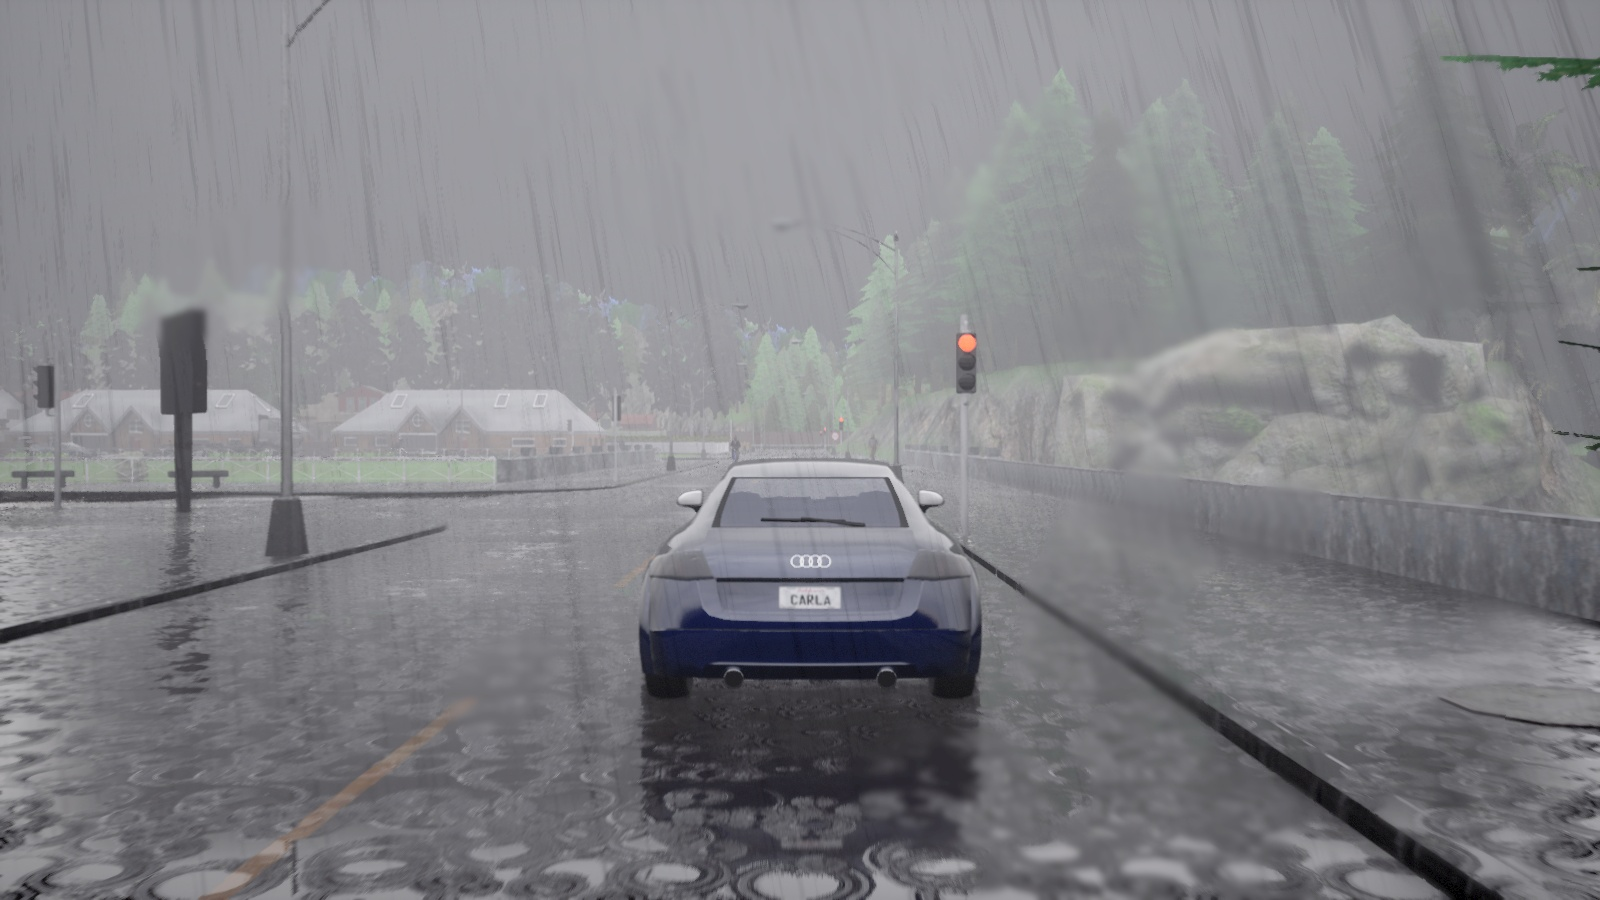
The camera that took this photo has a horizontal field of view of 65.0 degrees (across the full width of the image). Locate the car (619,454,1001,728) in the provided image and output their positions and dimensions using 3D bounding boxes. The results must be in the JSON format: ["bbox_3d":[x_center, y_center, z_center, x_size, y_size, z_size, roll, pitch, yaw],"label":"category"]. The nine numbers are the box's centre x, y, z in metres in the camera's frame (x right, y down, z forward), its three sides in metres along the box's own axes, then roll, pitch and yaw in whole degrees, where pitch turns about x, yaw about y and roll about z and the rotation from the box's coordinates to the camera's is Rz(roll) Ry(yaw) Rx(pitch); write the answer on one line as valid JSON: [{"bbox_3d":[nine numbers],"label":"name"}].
[{"bbox_3d":[0.071,0.741,8.658,1.994,1.385,4.181,0,0,1],"label":"car"}]

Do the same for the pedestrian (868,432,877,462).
[{"bbox_3d":[4.521,-0.167,78.164,0.540,1.848,0.694,0,0,1],"label":"pedestrian"}]
